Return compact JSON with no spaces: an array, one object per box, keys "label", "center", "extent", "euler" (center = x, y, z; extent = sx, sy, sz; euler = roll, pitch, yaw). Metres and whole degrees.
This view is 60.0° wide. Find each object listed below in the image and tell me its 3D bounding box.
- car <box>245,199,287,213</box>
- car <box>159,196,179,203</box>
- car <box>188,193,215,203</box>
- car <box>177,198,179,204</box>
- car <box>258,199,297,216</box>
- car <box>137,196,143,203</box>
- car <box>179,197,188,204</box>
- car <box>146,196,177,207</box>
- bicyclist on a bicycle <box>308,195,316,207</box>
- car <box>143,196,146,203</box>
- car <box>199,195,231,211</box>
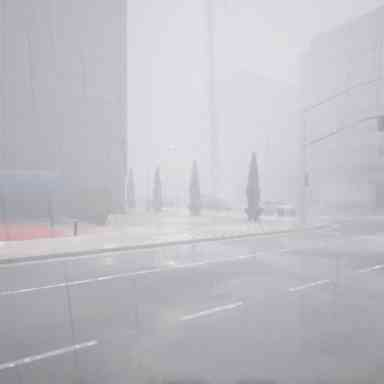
[{"label":"car","center":[8.371,1.526,37.853],"extent":[1.812,1.442,4.674],"euler":[0,0,-35]},{"label":"car","center":[-4.882,1.601,69.477],"extent":[1.895,1.301,4.718],"euler":[0,0,-35]},{"label":"car","center":[2.273,1.225,46.631],"extent":[2.150,2.045,5.566],"euler":[0,0,-34]},{"label":"car","center":[-4.181,1.547,62.372],"extent":[2.033,1.411,5.357],"euler":[0,0,-35]},{"label":"car","center":[7.971,1.526,32.309],"extent":[1.812,1.442,4.674],"euler":[0,0,-35]},{"label":"car","center":[-9.898,1.520,70.399],"extent":[2.128,1.511,4.902],"euler":[0,0,-35]},{"label":"car","center":[0.246,1.352,62.141],"extent":[2.097,1.767,4.553],"euler":[0,0,-35]},{"label":"car","center":[-4.678,1.600,50.499],"extent":[1.895,1.301,4.718],"euler":[0,0,-35]},{"label":"bicyclist on a bicycle","center":[16.836,1.301,46.676],"extent":[1.656,1.620,0.582],"euler":[0,0,-35]},{"label":"car","center":[-6.488,1.564,59.293],"extent":[1.994,1.385,4.181],"euler":[0,0,-34]},{"label":"car","center":[2.685,1.491,39.907],"extent":[2.128,1.511,4.902],"euler":[0,0,-35]}]
